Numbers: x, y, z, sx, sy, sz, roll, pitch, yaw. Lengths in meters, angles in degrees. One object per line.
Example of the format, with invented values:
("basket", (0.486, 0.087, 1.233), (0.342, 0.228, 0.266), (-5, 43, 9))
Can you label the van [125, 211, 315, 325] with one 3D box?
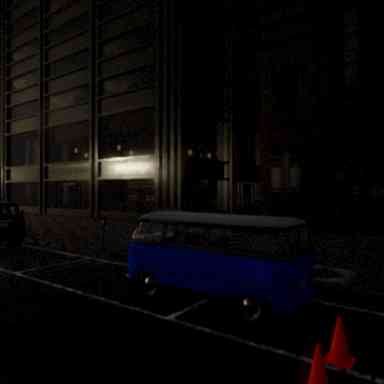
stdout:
("van", (0.417, 1.328, 6.818), (3.998, 1.788, 1.690), (0, 0, 36))

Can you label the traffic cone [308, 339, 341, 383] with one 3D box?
("traffic cone", (1.370, 1.952, 3.611), (0.340, 0.580, 0.340), (0, 0, 36))

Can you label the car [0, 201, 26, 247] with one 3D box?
("car", (-8.668, 1.261, 13.399), (5.009, 1.841, 2.192), (0, 0, 36))

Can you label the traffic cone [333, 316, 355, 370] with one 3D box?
("traffic cone", (1.957, 1.952, 4.421), (0.340, 0.580, 0.340), (0, 0, 36))
